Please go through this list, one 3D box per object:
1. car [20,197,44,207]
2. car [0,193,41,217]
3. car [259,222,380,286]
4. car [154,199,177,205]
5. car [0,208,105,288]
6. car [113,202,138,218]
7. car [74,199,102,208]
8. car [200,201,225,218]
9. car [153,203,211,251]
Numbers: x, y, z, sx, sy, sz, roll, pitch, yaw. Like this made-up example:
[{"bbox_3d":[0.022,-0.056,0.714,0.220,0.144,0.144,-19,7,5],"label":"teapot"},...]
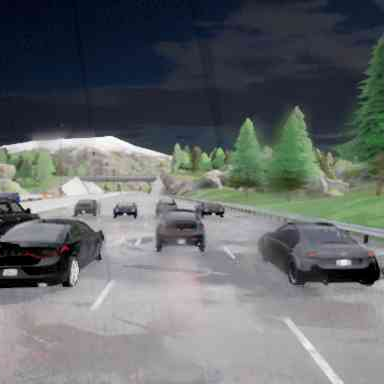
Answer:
[{"bbox_3d":[-23.208,1.430,48.436,1.895,1.301,4.718,0,0,-9],"label":"car"},{"bbox_3d":[-7.400,1.182,12.055,2.150,2.045,5.566,0,0,-4],"label":"car"},{"bbox_3d":[3.246,1.516,9.317,1.994,1.385,4.181,0,0,-3],"label":"car"},{"bbox_3d":[-2.351,1.361,30.231,2.128,1.511,4.902,0,0,-8],"label":"car"},{"bbox_3d":[-3.735,1.444,9.117,1.882,1.535,5.008,0,0,-3],"label":"car"},{"bbox_3d":[-5.632,1.484,28.641,1.895,1.301,4.718,0,0,-8],"label":"car"},{"bbox_3d":[-9.415,1.388,30.182,1.837,1.490,4.892,0,0,-9],"label":"car"},{"bbox_3d":[1.417,1.470,28.749,1.895,1.301,4.718,0,0,-8],"label":"car"},{"bbox_3d":[-0.524,1.444,13.849,1.837,1.490,4.892,0,0,-4],"label":"car"}]
